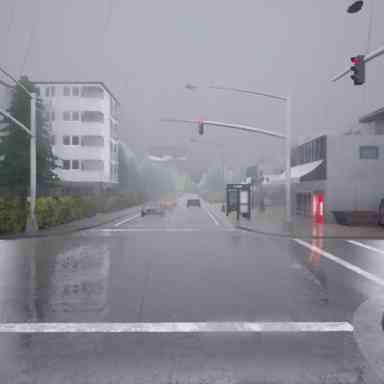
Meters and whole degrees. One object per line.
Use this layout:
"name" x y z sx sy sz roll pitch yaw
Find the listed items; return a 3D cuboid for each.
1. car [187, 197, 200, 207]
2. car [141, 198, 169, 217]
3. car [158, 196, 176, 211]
"car" 0.231 1.477 51.556 1.882 1.535 5.008 0 0 0
"car" -3.522 1.564 30.989 1.994 1.385 4.181 0 0 0
"car" -3.490 1.352 40.690 2.097 1.767 4.553 0 0 0
